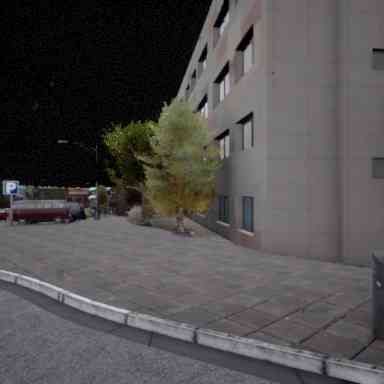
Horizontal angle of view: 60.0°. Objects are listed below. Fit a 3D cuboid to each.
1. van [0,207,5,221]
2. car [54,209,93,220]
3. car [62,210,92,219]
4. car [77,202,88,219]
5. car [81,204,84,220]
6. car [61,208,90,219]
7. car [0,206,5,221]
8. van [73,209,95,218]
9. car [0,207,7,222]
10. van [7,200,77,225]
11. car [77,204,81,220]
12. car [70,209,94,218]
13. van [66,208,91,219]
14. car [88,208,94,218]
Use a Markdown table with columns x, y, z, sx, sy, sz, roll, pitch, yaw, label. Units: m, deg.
| x | y | z | sx | sy | sz | roll | pitch | yaw | label |
| --- | --- | --- | --- | --- | --- | --- | --- | --- | --- |
| -30.830 | 3.343 | 50.011 | 4.442 | 1.987 | 1.878 | 0 | -4 | -14 | van |
| -17.968 | 3.405 | 50.730 | 5.366 | 1.575 | 1.946 | 0 | -4 | -14 | car |
| -20.247 | 3.944 | 58.779 | 4.892 | 1.521 | 2.231 | 0 | -4 | -14 | car |
| -13.992 | 2.087 | 34.496 | 5.566 | 2.045 | 2.435 | 0 | -4 | -14 | car |
| -13.278 | 2.166 | 31.845 | 5.008 | 1.535 | 2.097 | 0 | -4 | -15 | car |
| -19.577 | 3.639 | 56.083 | 4.553 | 1.767 | 2.185 | 0 | -4 | -14 | car |
| -30.047 | 3.139 | 47.338 | 5.566 | 2.045 | 2.435 | 0 | -4 | -14 | car |
| -24.318 | 4.788 | 75.019 | 4.442 | 1.987 | 1.878 | 0 | -4 | -14 | van |
| -23.164 | 2.772 | 39.164 | 1.882 | 1.535 | 5.008 | 0 | -4 | -15 | car |
| -11.763 | 1.645 | 26.454 | 4.442 | 1.987 | 1.878 | 0 | -3 | -14 | van |
| -12.541 | 2.036 | 29.114 | 4.792 | 1.488 | 2.163 | 0 | -3 | -14 | car |
| -23.005 | 4.531 | 69.594 | 4.553 | 1.767 | 2.185 | 0 | -4 | -14 | car |
| -21.753 | 4.074 | 64.164 | 4.442 | 1.987 | 1.878 | 0 | -4 | -14 | van |
| -16.572 | 3.048 | 45.331 | 5.366 | 1.575 | 1.946 | 0 | -4 | -14 | car |
